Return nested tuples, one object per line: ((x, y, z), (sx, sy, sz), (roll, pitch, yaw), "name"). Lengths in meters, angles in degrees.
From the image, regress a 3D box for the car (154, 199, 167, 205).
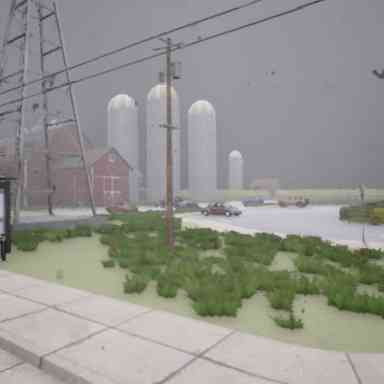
((-4.661, 1.902, 58.918), (2.128, 1.511, 4.902), (-1, -1, 35), "car")

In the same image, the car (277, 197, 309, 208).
((15.578, 1.493, 51.447), (4.605, 1.855, 1.932), (-1, 0, 35), "car")

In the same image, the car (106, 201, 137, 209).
((-8.356, 1.825, 39.264), (4.193, 1.474, 1.816), (-1, 0, 35), "car")

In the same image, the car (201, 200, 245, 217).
((2.884, 1.700, 32.893), (3.905, 1.438, 1.784), (-1, 0, 35), "car")

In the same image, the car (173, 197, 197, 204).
((-1.121, 1.639, 50.655), (3.866, 1.878, 1.905), (-1, 0, 35), "car")

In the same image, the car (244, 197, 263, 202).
((12.710, 1.808, 70.521), (4.611, 1.667, 2.242), (-1, 0, 35), "car")
